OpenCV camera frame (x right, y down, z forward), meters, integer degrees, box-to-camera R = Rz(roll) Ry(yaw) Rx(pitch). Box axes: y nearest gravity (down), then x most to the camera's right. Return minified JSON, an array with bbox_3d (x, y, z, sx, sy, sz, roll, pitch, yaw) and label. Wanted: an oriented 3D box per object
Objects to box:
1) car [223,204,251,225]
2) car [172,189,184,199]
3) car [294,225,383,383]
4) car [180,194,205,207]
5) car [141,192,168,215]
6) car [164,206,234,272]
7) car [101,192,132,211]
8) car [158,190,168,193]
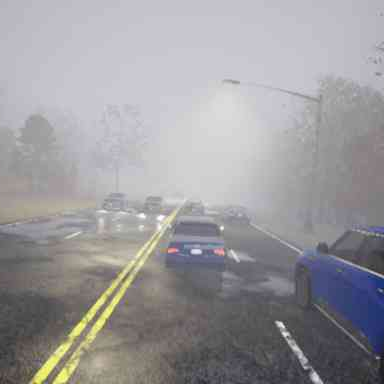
[{"bbox_3d":[3.422,1.691,26.235,2.033,1.411,5.357,7,0,0],"label":"car"},{"bbox_3d":[-2.897,0.517,70.048,2.150,2.045,5.566,5,0,1],"label":"car"},{"bbox_3d":[3.417,1.559,5.218,2.150,2.045,5.566,4,1,0],"label":"car"},{"bbox_3d":[0.170,1.350,30.964,2.128,1.511,4.902,5,0,0],"label":"car"},{"bbox_3d":[-3.274,1.066,29.226,1.837,1.490,4.892,5,0,0],"label":"car"},{"bbox_3d":[0.119,1.518,11.137,2.033,1.411,5.357,2,2,0],"label":"car"},{"bbox_3d":[-6.511,0.767,29.196,1.837,1.490,4.892,5,0,0],"label":"car"},{"bbox_3d":[-6.144,0.346,70.145,2.097,1.767,4.553,5,0,1],"label":"car"}]
